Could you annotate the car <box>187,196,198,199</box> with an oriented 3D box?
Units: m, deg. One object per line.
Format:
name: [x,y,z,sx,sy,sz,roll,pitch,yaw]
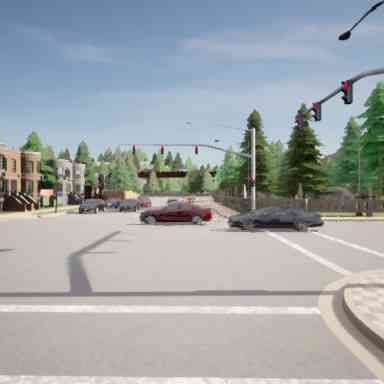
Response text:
car: [0.064,1.457,64.629,1.882,1.535,5.008,0,-1,0]

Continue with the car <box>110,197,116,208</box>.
car: [-10.597,1.477,44.980,2.128,1.511,4.902,0,0,0]

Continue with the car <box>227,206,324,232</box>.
car: [4.799,1.541,19.402,5.357,1.411,2.033,0,0,0]

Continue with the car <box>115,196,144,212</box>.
car: [-7.085,1.493,38.277,1.837,1.490,4.892,0,0,0]

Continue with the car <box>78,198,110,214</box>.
car: [-10.595,1.493,35.564,1.837,1.490,4.892,0,0,0]

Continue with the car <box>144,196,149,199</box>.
car: [-7.082,1.337,47.478,2.097,1.767,4.553,0,0,0]

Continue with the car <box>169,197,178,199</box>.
car: [-3.435,1.581,61.951,1.895,1.301,4.718,0,0,0]

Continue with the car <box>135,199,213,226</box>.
car: [-1.086,1.470,23.055,5.008,1.535,1.882,0,0,2]
